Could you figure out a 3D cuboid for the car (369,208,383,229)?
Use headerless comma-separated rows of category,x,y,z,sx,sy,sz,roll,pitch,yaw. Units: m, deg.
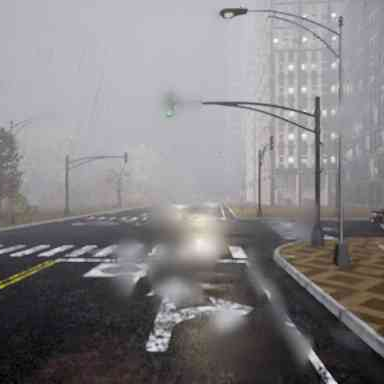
car,13.085,1.498,19.449,4.902,1.511,2.128,0,0,5

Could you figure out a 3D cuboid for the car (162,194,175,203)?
car,-5.081,1.381,73.228,2.150,2.045,5.566,0,0,4
